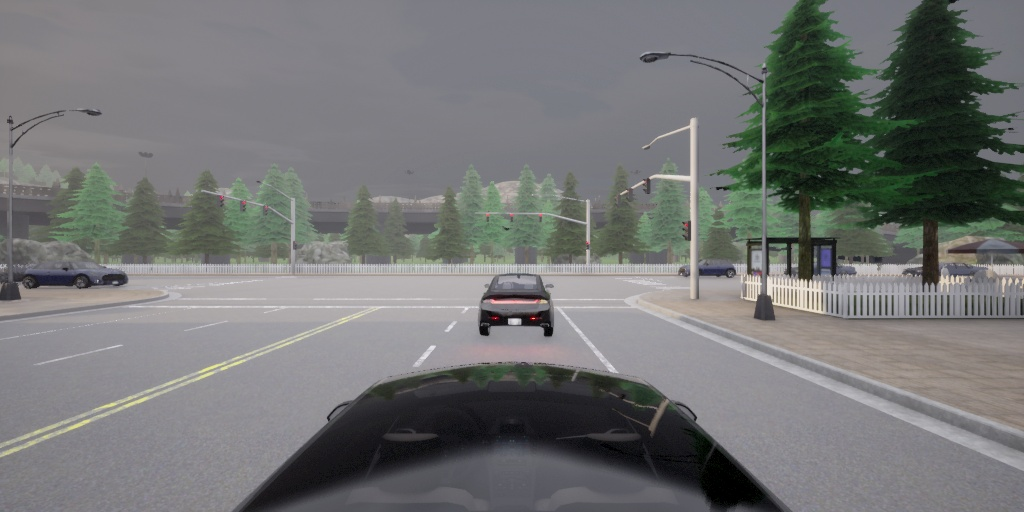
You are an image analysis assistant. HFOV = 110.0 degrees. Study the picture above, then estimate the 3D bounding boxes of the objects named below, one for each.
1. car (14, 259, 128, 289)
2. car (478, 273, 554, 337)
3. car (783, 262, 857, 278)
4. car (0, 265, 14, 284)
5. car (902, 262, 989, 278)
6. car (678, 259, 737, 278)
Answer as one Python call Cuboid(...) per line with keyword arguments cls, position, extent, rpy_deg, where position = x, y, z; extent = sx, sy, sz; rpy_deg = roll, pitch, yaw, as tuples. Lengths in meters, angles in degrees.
Cuboid(cls="car", position=(-26.395, 1.048, 21.812), extent=(4.553, 1.767, 2.097), rpy_deg=(0, 0, 0))
Cuboid(cls="car", position=(0.180, 1.242, 10.352), extent=(2.128, 1.511, 4.902), rpy_deg=(0, 0, 3))
Cuboid(cls="car", position=(27.670, 1.242, 32.255), extent=(5.357, 1.411, 2.033), rpy_deg=(0, 0, 1))
Cuboid(cls="car", position=(-33.459, 1.242, 25.336), extent=(5.357, 1.411, 2.033), rpy_deg=(0, 0, 0))
Cuboid(cls="car", position=(38.061, 1.242, 31.508), extent=(5.357, 1.411, 2.033), rpy_deg=(0, 0, 10))
Cuboid(cls="car", position=(17.513, 1.046, 32.347), extent=(4.553, 1.767, 2.097), rpy_deg=(0, 0, 0))
